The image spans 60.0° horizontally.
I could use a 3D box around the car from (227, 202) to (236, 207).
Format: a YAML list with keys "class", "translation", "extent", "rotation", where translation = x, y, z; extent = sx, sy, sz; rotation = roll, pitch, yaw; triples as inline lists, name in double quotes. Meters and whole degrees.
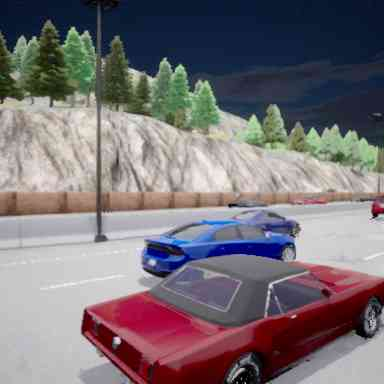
- class: "car"
  translation: [7.248, 1.763, 48.513]
  extent: [4.718, 1.301, 1.895]
  rotation: [0, 0, -43]

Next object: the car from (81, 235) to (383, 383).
- class: "car"
  translation: [1.017, 1.618, 4.850]
  extent: [4.718, 1.301, 1.895]
  rotation: [0, 0, -38]

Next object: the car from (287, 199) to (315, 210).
- class: "car"
  translation: [15.191, 1.710, 46.330]
  extent: [4.181, 1.385, 1.994]
  rotation: [0, 0, -43]

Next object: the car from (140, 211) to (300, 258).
- class: "car"
  translation: [0.967, 1.510, 9.391]
  extent: [5.008, 1.535, 1.882]
  rotation: [0, 0, -40]

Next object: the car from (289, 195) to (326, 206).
- class: "car"
  translation: [14.384, 1.351, 40.817]
  extent: [5.566, 2.045, 2.150]
  rotation: [1, -1, -43]

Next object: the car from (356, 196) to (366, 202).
- class: "car"
  translation: [38.197, 1.803, 72.368]
  extent: [4.718, 1.301, 1.895]
  rotation: [0, 0, -43]

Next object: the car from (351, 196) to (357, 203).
- class: "car"
  translation: [38.791, 1.731, 77.698]
  extent: [4.902, 1.511, 2.128]
  rotation: [0, 0, -43]

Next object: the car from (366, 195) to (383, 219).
- class: "car"
  translation: [17.756, 1.304, 29.357]
  extent: [5.566, 2.045, 2.150]
  rotation: [0, 0, -43]

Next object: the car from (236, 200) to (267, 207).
- class: "car"
  translation: [8.305, 1.712, 44.720]
  extent: [4.181, 1.385, 1.994]
  rotation: [0, 0, -43]

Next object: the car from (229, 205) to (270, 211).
- class: "car"
  translation: [3.392, 1.579, 16.124]
  extent: [4.674, 1.442, 1.812]
  rotation: [0, 0, -42]
